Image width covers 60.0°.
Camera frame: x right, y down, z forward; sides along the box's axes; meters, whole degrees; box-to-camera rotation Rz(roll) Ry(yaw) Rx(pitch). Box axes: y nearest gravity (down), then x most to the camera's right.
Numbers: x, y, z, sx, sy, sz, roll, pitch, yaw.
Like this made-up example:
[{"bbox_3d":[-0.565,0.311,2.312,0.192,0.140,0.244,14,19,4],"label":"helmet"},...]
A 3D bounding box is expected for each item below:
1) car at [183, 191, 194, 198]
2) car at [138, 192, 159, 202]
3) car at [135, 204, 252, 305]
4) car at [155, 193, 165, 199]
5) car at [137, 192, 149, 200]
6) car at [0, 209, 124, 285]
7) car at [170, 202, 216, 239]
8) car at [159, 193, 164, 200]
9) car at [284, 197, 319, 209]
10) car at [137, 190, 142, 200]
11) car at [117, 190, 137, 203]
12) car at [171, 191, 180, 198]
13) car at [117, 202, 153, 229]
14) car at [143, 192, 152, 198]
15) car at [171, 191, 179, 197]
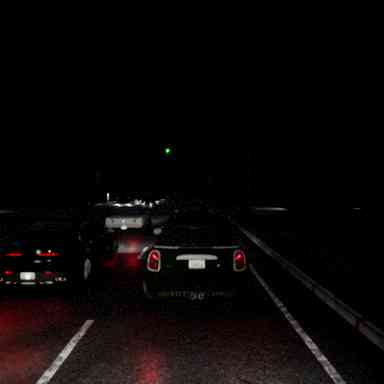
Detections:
[{"bbox_3d":[-0.704,0.704,86.003,1.812,1.442,4.674,0,1,-4],"label":"car"},{"bbox_3d":[-7.215,1.103,55.925,2.033,1.411,5.357,0,1,0],"label":"car"},{"bbox_3d":[0.085,1.320,8.187,2.097,1.767,4.553,0,0,0],"label":"car"},{"bbox_3d":[-7.323,0.867,76.420,2.033,1.411,5.357,0,1,-1],"label":"car"},{"bbox_3d":[-10.752,0.891,73.441,2.128,1.511,4.902,0,1,-1],"label":"car"},{"bbox_3d":[-3.418,1.467,9.334,1.837,1.490,4.892,0,1,0],"label":"car"},{"bbox_3d":[0.058,1.382,17.822,2.128,1.511,4.902,0,1,0],"label":"car"},{"bbox_3d":[-7.190,1.002,65.993,2.033,1.411,5.357,0,1,1],"label":"car"},{"bbox_3d":[13.702,1.250,39.171,5.357,1.411,2.033,0,1,-3],"label":"car"},{"bbox_3d":[-10.698,0.706,63.217,2.150,2.045,5.566,0,1,0],"label":"car"},{"bbox_3d":[-10.710,0.926,53.776,2.097,1.767,4.553,0,1,0],"label":"car"},{"bbox_3d":[-4.163,0.678,85.303,1.882,1.535,5.008,0,1,-4],"label":"car"},{"bbox_3d":[-3.442,1.480,19.046,1.895,1.301,4.718,0,1,0],"label":"car"},{"bbox_3d":[-11.090,0.745,83.663,1.812,1.442,4.674,0,1,-2],"label":"car"},{"bbox_3d":[-4.944,0.541,95.469,1.837,1.490,4.892,0,1,-7],"label":"car"}]
